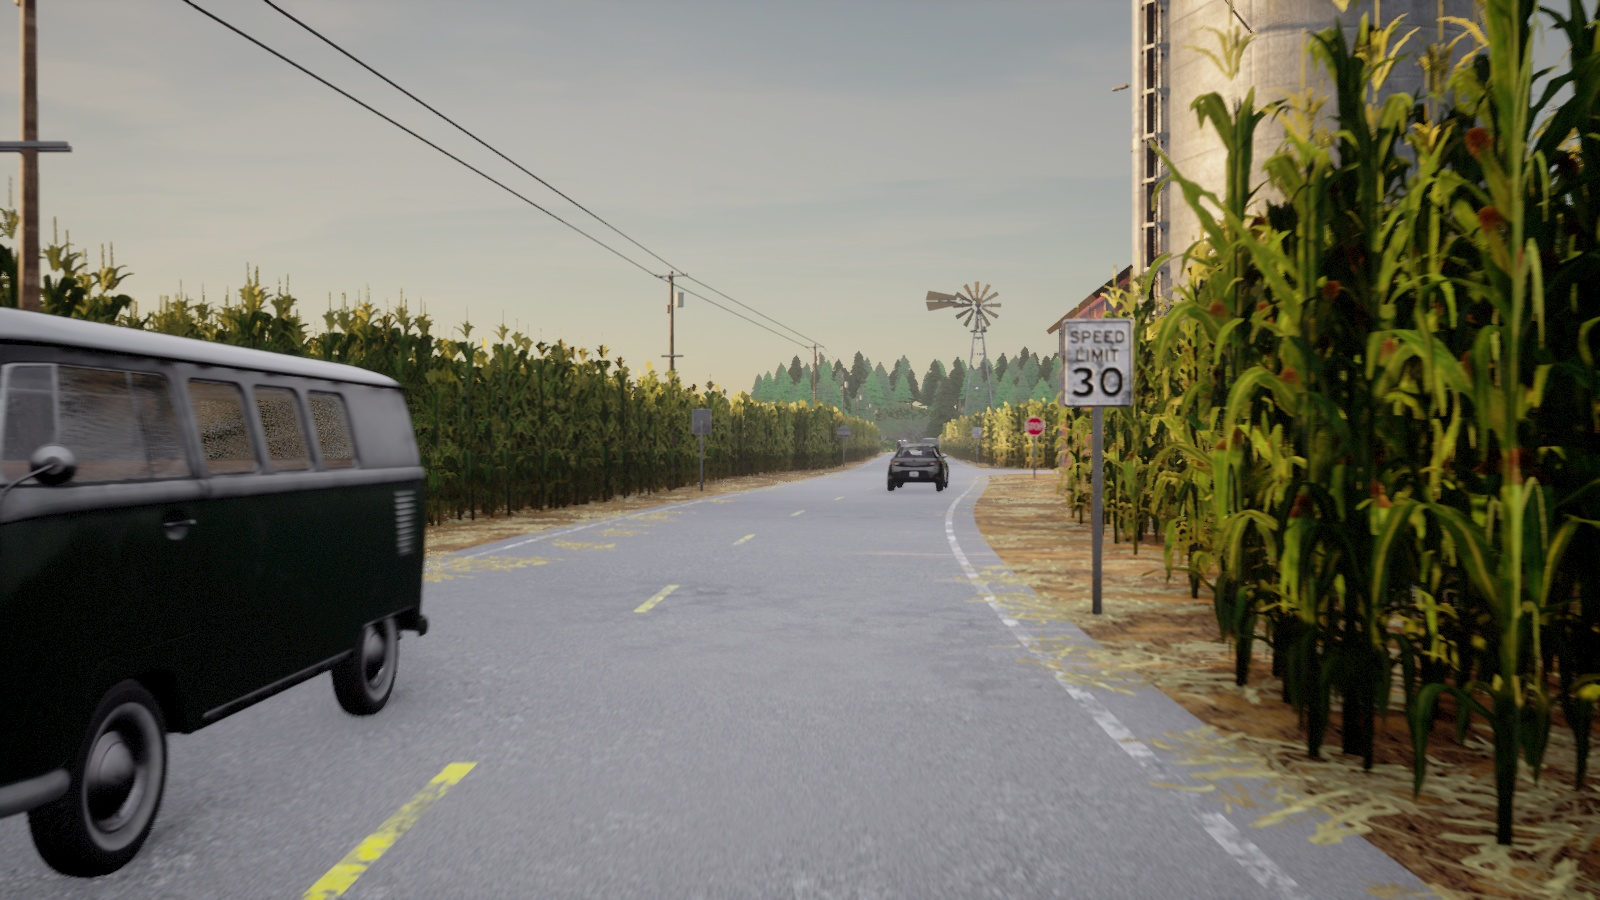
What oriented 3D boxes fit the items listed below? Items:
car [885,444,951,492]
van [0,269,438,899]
[{"bbox_3d":[3.856,0.535,40.440,1.816,1.474,4.193,0,0,10],"label":"car"},{"bbox_3d":[-3.142,0.466,5.487,1.775,1.987,4.442,0,0,1],"label":"van"}]
